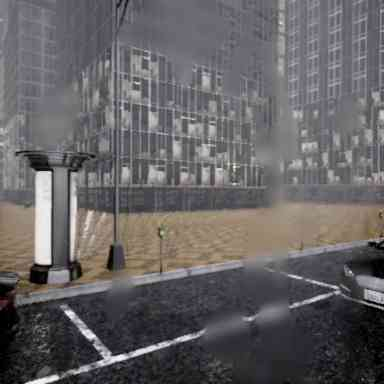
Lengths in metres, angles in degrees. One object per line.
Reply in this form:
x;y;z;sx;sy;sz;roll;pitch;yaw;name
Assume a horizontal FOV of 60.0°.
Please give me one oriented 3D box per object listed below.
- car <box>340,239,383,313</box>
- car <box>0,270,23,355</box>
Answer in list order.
5.049;1.470;6.894;4.902;1.511;2.128;0;0;-35;car
-4.230;1.515;3.589;4.313;1.339;1.947;0;1;-35;car
